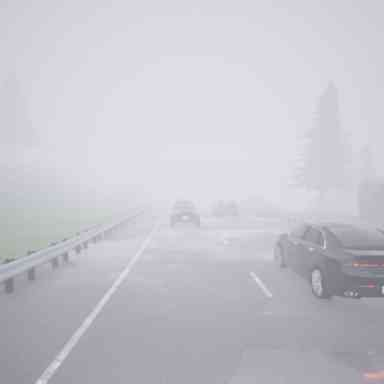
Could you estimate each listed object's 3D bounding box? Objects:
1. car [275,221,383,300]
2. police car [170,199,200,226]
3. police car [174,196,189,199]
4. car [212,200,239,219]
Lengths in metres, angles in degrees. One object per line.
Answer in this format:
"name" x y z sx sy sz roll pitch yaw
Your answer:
"car" 3.481 1.491 8.326 1.837 1.490 4.892 0 0 -1
"police car" -0.505 1.469 23.387 2.038 1.542 4.974 0 0 -2
"police car" -1.299 1.365 42.352 1.930 1.638 5.238 0 0 -2
"car" 2.794 1.449 28.372 2.128 1.511 4.902 0 0 -2
